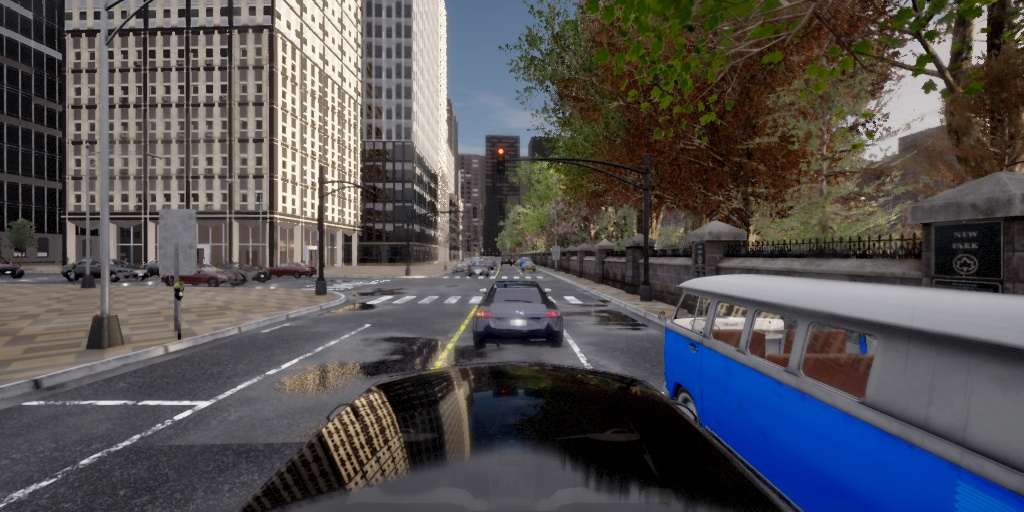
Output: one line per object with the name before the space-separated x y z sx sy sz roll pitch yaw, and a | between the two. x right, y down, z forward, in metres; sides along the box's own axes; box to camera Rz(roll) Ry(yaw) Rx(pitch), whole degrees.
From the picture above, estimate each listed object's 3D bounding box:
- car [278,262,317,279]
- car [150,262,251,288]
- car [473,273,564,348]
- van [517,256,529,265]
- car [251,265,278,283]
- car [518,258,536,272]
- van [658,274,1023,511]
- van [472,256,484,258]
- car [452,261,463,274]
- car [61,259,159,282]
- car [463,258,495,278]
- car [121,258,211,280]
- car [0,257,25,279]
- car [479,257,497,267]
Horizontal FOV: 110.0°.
car | -18.083 1.127 29.125 4.207 1.307 1.802 0 0 4
car | -18.150 1.149 21.011 4.207 1.307 1.802 0 0 4
car | 0.101 1.313 9.238 1.994 1.385 4.181 0 0 -1
van | 2.012 1.071 51.749 1.690 1.789 3.998 0 0 -1
car | -18.276 1.123 23.559 4.181 1.385 1.994 1 0 4
car | 2.134 1.260 46.376 1.751 1.417 4.829 0 0 -1
van | 2.568 1.091 2.657 1.690 1.789 3.998 0 0 0
van | -6.305 1.064 62.501 1.690 1.789 3.998 0 0 -2
car | -5.628 1.288 40.326 2.007 1.370 4.403 0 0 -1
car | -27.258 0.948 24.125 4.902 1.511 2.128 1 0 3
car | -3.067 1.231 34.153 2.128 1.511 4.902 0 0 -1
car | -25.922 0.955 27.008 4.902 1.511 2.128 1 0 4
car | -36.453 0.917 24.625 4.181 1.385 1.994 1 0 2
car | -3.350 1.238 49.230 1.837 1.490 4.892 0 0 -1
